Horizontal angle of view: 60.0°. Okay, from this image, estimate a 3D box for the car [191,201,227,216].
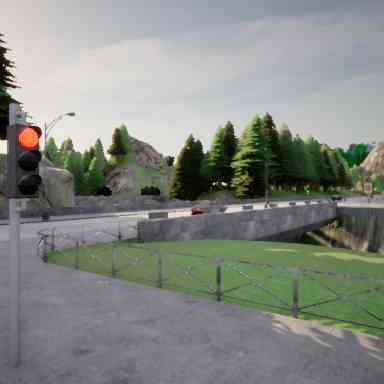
[{"bbox_3d":[1.750,1.562,32.239,1.994,1.385,4.181,0,0,36],"label":"car"}]

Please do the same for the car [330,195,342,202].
[{"bbox_3d":[32.969,1.438,75.990,1.837,1.490,4.892,0,0,36],"label":"car"}]
